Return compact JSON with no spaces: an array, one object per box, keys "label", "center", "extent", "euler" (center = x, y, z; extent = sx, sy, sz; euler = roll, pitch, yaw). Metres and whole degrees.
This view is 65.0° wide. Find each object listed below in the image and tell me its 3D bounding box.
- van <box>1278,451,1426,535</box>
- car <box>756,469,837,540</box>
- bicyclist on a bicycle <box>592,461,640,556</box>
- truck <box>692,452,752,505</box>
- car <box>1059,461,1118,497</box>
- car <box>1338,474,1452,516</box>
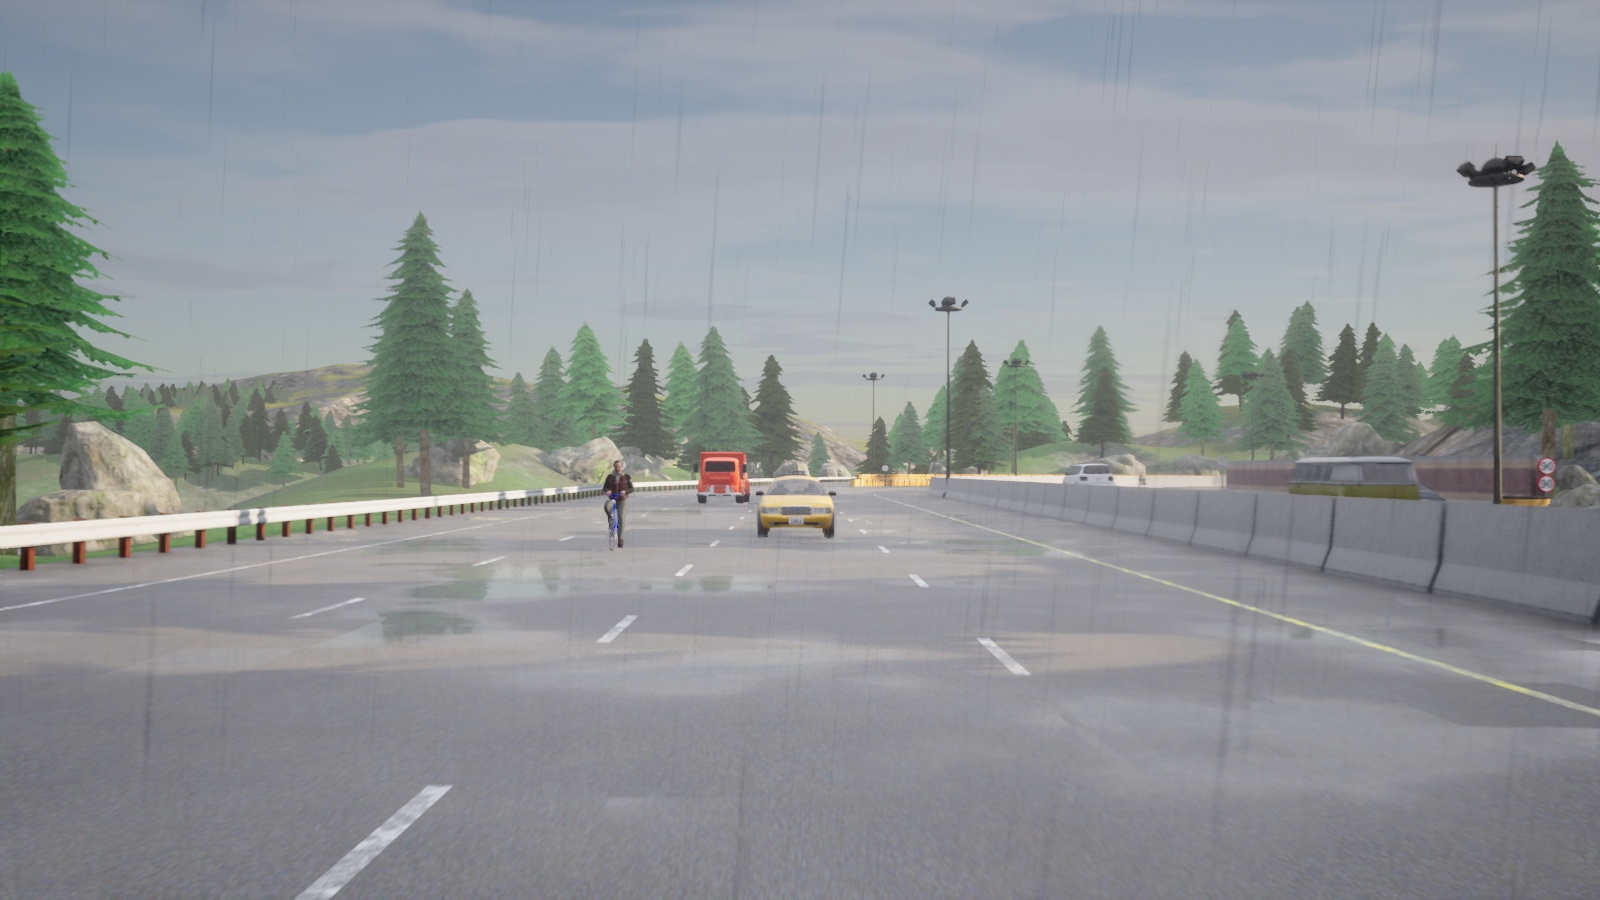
[{"label":"van","center":[13.907,1.048,31.922],"extent":[1.775,1.987,4.442],"euler":[0,-1,0]},{"label":"car","center":[-0.086,1.269,30.765],"extent":[1.801,1.575,5.366],"euler":[0,-1,0]},{"label":"bicyclist on a bicycle","center":[-3.560,1.108,24.378],"extent":[0.659,1.776,1.843],"euler":[0,-1,0]},{"label":"truck","center":[-3.744,1.367,61.066],"extent":[2.627,2.467,5.204],"euler":[0,-1,0]},{"label":"car","center":[17.186,1.723,75.085],"extent":[2.150,2.045,5.566],"euler":[0,-1,0]},{"label":"car","center":[20.846,1.536,44.219],"extent":[1.994,1.385,4.181],"euler":[0,-1,0]}]
